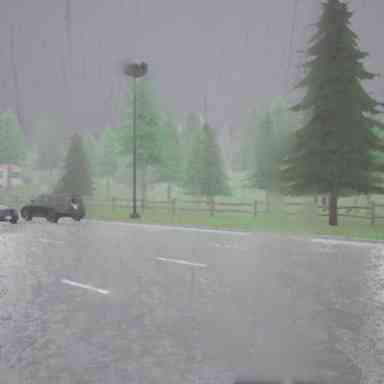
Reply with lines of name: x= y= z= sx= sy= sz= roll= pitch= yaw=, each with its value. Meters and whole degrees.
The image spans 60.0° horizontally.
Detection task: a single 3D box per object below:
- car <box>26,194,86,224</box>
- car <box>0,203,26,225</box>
car: x=-10.060 y=1.128 z=24.057 sx=5.566 sy=2.045 sz=2.150 roll=0 pitch=0 yaw=35
car: x=-13.286 y=1.426 z=22.041 sx=4.674 sy=1.442 sz=1.812 roll=0 pitch=0 yaw=35
